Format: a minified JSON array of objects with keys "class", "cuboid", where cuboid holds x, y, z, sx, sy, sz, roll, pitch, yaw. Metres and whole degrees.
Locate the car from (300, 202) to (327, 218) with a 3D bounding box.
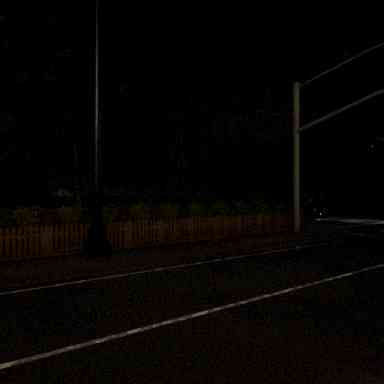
[{"class":"car","cuboid":[9.861,1.601,30.565,1.895,1.301,4.718,0,0,-35]}]
